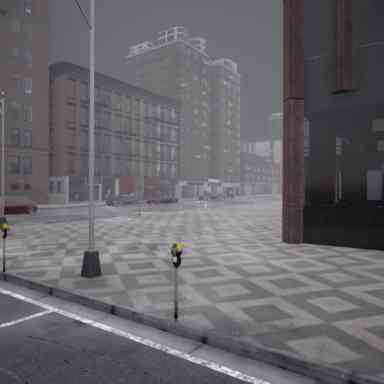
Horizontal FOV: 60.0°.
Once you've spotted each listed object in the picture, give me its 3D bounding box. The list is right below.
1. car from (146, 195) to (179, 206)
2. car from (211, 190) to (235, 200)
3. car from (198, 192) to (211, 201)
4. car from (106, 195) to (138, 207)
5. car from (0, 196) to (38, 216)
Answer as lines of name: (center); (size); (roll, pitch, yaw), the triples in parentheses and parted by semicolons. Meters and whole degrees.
car: (-3.816, 1.099, 43.116); (1.895, 1.301, 4.718); (0, 1, 36)
car: (5.677, 0.461, 56.159); (1.812, 1.442, 4.674); (0, 1, 36)
car: (3.022, 0.800, 58.037); (1.837, 1.490, 4.892); (0, 1, 36)
car: (-8.760, 1.099, 41.809); (1.994, 1.385, 4.181); (0, 1, 36)
car: (-15.227, 1.123, 27.246); (2.097, 1.767, 4.553); (0, 1, 36)
